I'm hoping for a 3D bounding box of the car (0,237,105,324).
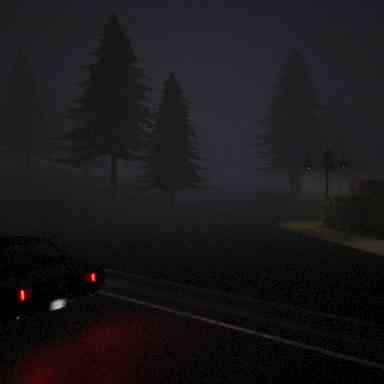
[{"bbox_3d":[-4.051,1.601,6.881,4.718,1.301,1.895,0,0,36],"label":"car"}]
